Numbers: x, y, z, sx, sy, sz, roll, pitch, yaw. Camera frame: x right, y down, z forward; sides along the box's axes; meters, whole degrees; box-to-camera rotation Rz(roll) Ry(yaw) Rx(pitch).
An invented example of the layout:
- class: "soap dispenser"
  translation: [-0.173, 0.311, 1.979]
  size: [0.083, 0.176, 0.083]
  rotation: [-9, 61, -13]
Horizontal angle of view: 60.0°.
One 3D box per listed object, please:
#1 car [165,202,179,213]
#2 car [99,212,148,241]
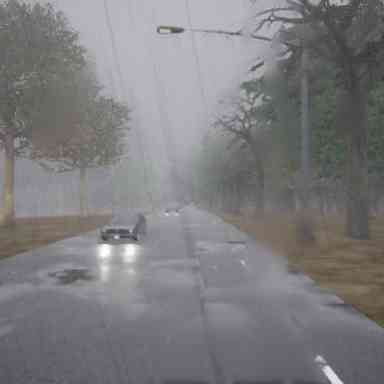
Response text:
- class: "car"
  translation: [-3.537, 2.789, 60.135]
  size: [2.150, 2.045, 5.566]
  rotation: [0, -2, 1]
- class: "car"
  translation: [-3.599, 1.836, 18.612]
  size: [2.033, 1.411, 5.357]
  rotation: [0, -1, 0]
